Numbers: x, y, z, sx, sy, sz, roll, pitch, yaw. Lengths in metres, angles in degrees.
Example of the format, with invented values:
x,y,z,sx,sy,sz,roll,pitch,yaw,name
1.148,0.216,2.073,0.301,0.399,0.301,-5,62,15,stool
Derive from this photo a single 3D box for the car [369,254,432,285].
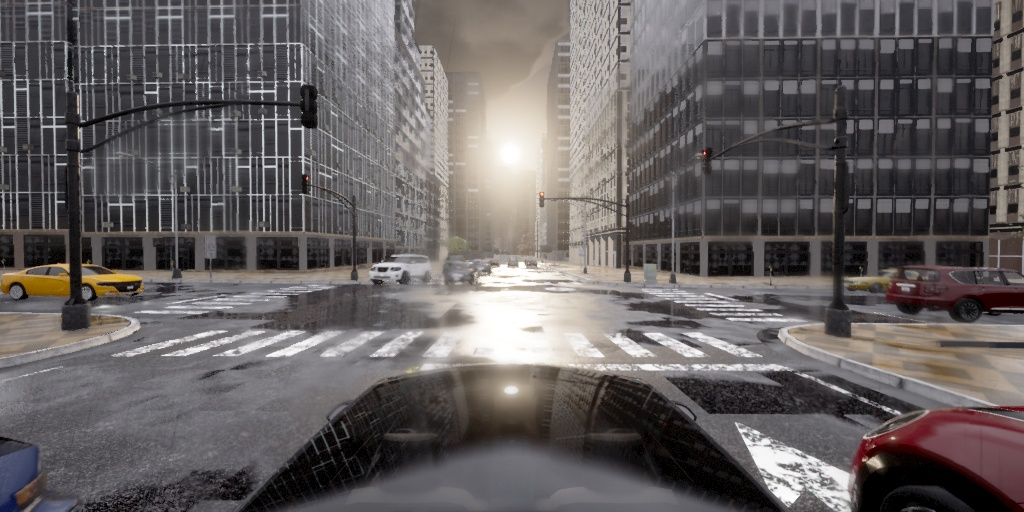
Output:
x,y,z,sx,sy,sz,roll,pitch,yaw,name
-7.371,0.897,24.493,2.150,2.045,5.566,0,-2,11,car

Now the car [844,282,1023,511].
x,y,z,sx,sy,sz,roll,pitch,yaw,name
3.254,1.103,0.441,2.097,1.767,4.553,0,0,0,car

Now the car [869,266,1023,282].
x,y,z,sx,sy,sz,roll,pitch,yaw,name
16.225,1.282,12.555,5.009,1.841,2.192,0,0,1,car

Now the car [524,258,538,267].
x,y,z,sx,sy,sz,roll,pitch,yaw,name
3.453,1.304,63.411,1.895,1.301,4.718,0,0,0,car

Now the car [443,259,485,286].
x,y,z,sx,sy,sz,roll,pitch,yaw,name
-3.274,1.155,23.868,2.128,1.511,4.902,0,-1,0,car

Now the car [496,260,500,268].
x,y,z,sx,sy,sz,roll,pitch,yaw,name
-3.109,1.305,61.850,1.895,1.301,4.718,0,0,1,car

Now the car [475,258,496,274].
x,y,z,sx,sy,sz,roll,pitch,yaw,name
-3.228,1.219,39.889,2.128,1.511,4.902,0,0,0,car

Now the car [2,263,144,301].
x,y,z,sx,sy,sz,roll,pitch,yaw,name
-19.229,1.086,15.833,5.008,1.535,1.882,1,1,3,car

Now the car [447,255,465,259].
x,y,z,sx,sy,sz,roll,pitch,yaw,name
-6.462,0.947,41.183,2.150,2.045,5.566,0,0,0,car

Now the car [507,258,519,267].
x,y,z,sx,sy,sz,roll,pitch,yaw,name
0.203,1.267,63.393,1.994,1.385,4.181,0,0,0,car

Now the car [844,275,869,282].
x,y,z,sx,sy,sz,roll,pitch,yaw,name
21.863,1.409,20.821,4.829,1.417,1.751,0,0,1,car
